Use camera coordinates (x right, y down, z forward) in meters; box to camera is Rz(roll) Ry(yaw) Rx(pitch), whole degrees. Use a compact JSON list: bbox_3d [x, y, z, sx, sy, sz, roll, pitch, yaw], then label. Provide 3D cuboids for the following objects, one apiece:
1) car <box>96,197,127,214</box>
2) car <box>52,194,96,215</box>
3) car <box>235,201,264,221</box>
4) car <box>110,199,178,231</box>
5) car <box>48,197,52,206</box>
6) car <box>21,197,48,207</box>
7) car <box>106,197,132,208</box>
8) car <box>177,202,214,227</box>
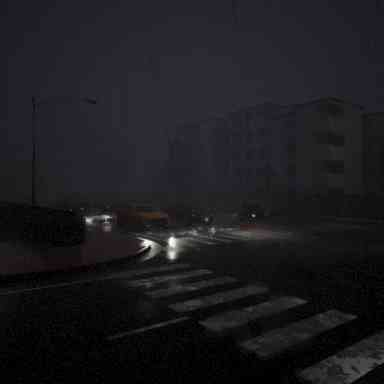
[{"bbox_3d":[-8.938,1.525,35.021,1.812,1.442,4.674,0,0,-36],"label":"car"},{"bbox_3d":[-11.775,1.220,32.996,2.150,2.045,5.566,0,0,-36],"label":"car"},{"bbox_3d":[4.751,1.547,27.463,1.837,1.490,4.892,0,-1,2],"label":"car"},{"bbox_3d":[-3.152,1.477,20.766,1.882,1.535,5.008,0,1,-34],"label":"car"},{"bbox_3d":[-20.855,1.484,51.006,1.882,1.535,5.008,0,0,-44],"label":"car"},{"bbox_3d":[-23.401,1.492,48.613,1.882,1.535,5.008,0,0,-45],"label":"car"},{"bbox_3d":[-11.089,1.477,50.155,1.882,1.535,5.008,0,0,-38],"label":"car"},{"bbox_3d":[-0.480,1.490,23.129,2.128,1.511,4.902,0,0,-35],"label":"car"}]
